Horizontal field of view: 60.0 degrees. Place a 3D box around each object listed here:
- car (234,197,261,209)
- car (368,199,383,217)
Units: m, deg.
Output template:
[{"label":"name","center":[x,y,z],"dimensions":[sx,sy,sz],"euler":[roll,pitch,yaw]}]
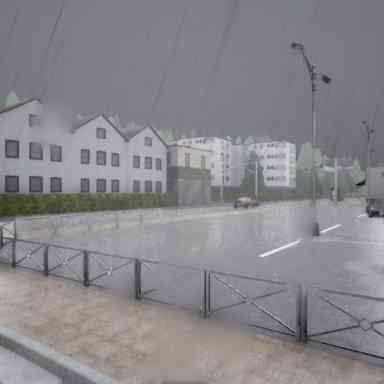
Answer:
[{"label":"car","center":[6.759,1.334,40.905],"dimensions":[1.812,1.442,4.674],"euler":[0,0,36]},{"label":"car","center":[15.488,1.298,26.767],"dimensions":[2.007,1.523,4.514],"euler":[0,0,35]}]
